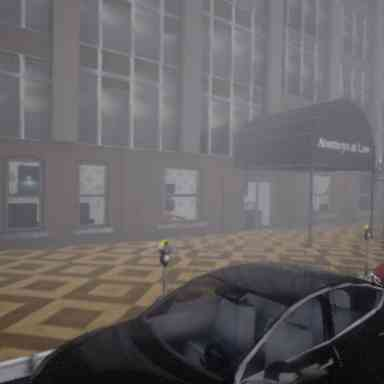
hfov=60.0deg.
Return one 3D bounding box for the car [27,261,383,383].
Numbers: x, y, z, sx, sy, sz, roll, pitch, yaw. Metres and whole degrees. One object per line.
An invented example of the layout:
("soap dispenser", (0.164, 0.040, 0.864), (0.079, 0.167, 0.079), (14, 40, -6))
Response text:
("car", (0.647, 1.515, 3.419), (4.313, 1.339, 1.947), (1, 1, -34))
